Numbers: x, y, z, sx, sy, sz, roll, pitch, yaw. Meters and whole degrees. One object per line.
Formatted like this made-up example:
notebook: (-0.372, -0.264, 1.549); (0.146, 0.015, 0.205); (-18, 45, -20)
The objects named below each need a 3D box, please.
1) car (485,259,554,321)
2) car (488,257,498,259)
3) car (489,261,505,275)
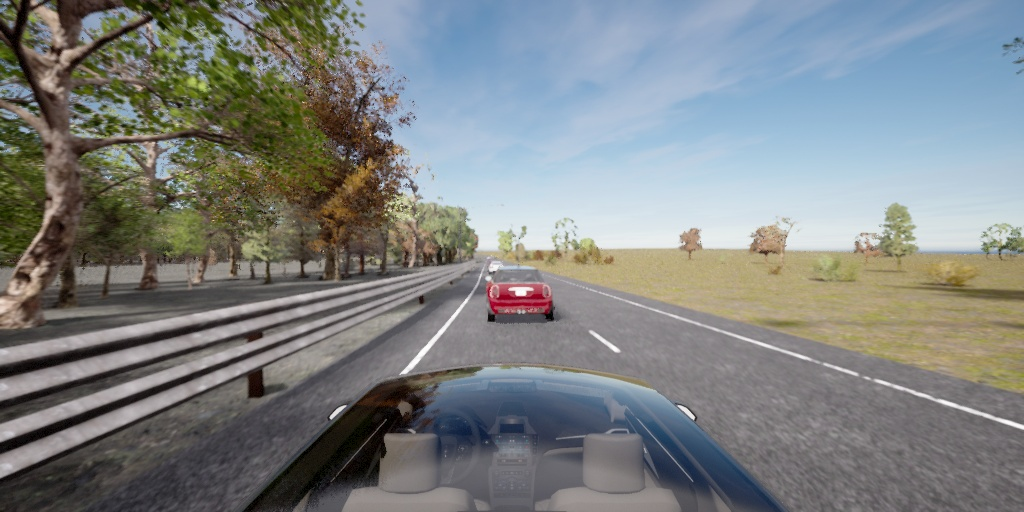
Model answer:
car: (0.131, 1.133, 12.863); (2.097, 1.767, 4.553); (0, 0, -4)
car: (-3.321, 1.426, 64.966); (1.812, 1.442, 4.674); (0, 0, -4)
car: (-1.786, 1.376, 41.789); (1.812, 1.442, 4.674); (0, 0, -4)
